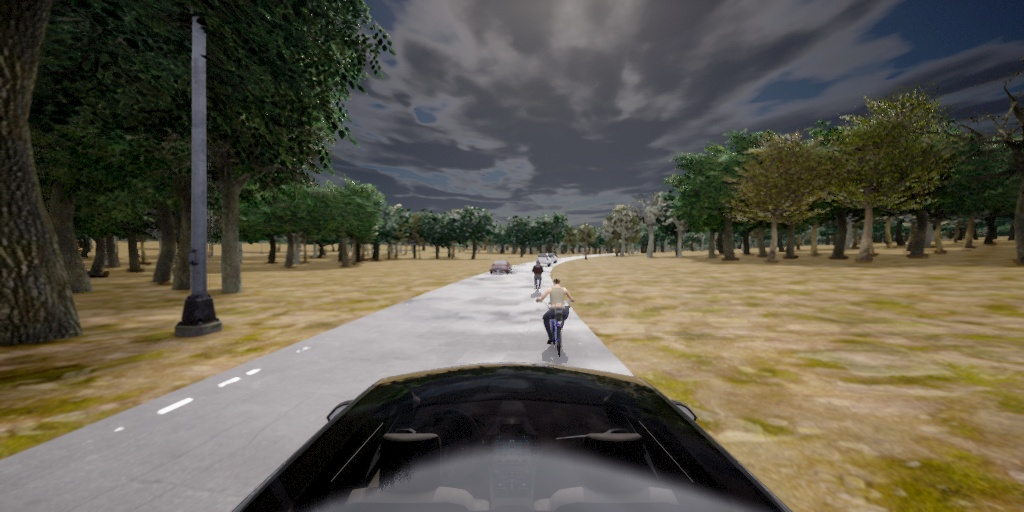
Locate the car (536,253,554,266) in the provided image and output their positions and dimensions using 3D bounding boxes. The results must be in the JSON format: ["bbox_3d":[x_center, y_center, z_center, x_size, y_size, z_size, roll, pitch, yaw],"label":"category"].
[{"bbox_3d":[5.320,0.659,59.728,2.150,2.045,5.566,0,1,10],"label":"car"}]

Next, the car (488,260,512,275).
[{"bbox_3d":[-1.098,1.136,37.111,1.812,1.442,4.674,0,0,6],"label":"car"}]

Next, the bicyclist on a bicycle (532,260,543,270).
[{"bbox_3d":[1.363,1.098,18.912,0.659,1.776,1.843,0,0,3],"label":"bicyclist on a bicycle"}]

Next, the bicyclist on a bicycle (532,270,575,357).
[{"bbox_3d":[0.935,1.188,7.606,0.866,1.612,1.509,0,0,1],"label":"bicyclist on a bicycle"}]
